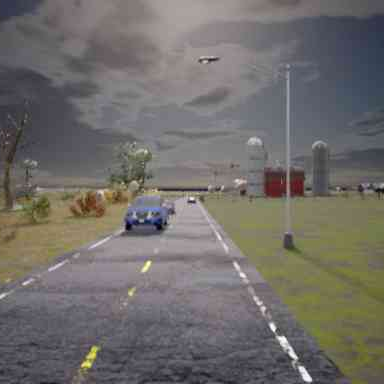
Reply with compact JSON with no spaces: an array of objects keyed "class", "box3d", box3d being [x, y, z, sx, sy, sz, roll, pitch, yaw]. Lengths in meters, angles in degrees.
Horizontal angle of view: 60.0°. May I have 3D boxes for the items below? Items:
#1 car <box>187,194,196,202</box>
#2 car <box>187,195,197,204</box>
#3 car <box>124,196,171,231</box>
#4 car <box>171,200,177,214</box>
[{"class":"car","box3d":[-0.030,1.470,81.090,2.097,1.767,4.553,0,0,0]},{"class":"car","box3d":[-0.026,1.752,71.046,1.994,1.385,4.181,0,0,0]},{"class":"car","box3d":[-2.776,1.272,21.255,2.150,2.045,5.566,0,-1,0]},{"class":"car","box3d":[-2.763,1.623,36.386,1.837,1.490,4.892,0,0,0]}]
